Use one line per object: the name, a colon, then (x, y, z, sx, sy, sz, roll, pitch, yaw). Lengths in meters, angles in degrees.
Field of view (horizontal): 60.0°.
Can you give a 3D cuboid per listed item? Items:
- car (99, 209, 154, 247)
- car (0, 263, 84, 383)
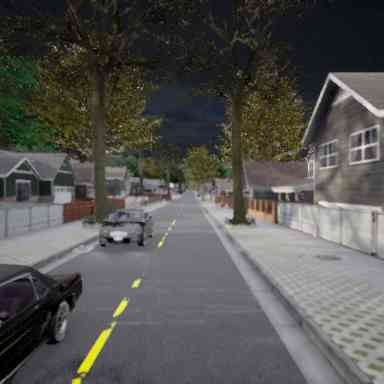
car: (-2.858, 1.545, 15.327, 2.128, 1.511, 4.902, 0, 0, 0)
car: (-2.851, 1.616, 3.676, 1.895, 1.301, 4.718, 0, 0, 0)
